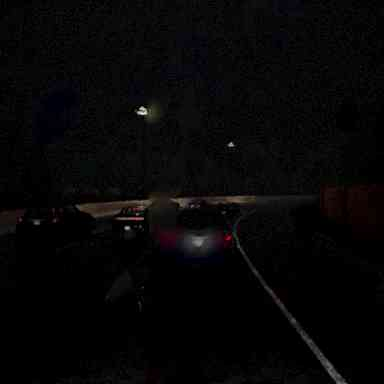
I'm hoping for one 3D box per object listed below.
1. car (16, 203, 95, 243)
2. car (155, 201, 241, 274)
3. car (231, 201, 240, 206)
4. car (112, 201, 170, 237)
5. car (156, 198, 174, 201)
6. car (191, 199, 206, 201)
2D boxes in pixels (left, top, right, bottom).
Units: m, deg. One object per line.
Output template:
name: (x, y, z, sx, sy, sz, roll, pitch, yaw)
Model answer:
car: (-6.384, 1.314, 16.121, 2.097, 1.767, 4.553, 0, 0, 4)
car: (0.242, 1.327, 10.663, 2.097, 1.767, 4.553, 0, 0, 2)
car: (3.479, 1.527, 31.850, 1.895, 1.301, 4.718, 0, 0, 15)
car: (-2.734, 1.451, 17.813, 2.128, 1.511, 4.902, 0, 0, 6)
car: (-2.744, 1.410, 35.335, 2.128, 1.511, 4.902, 0, 0, 16)
car: (0.777, 1.466, 35.140, 2.033, 1.411, 5.357, 0, 0, 17)
